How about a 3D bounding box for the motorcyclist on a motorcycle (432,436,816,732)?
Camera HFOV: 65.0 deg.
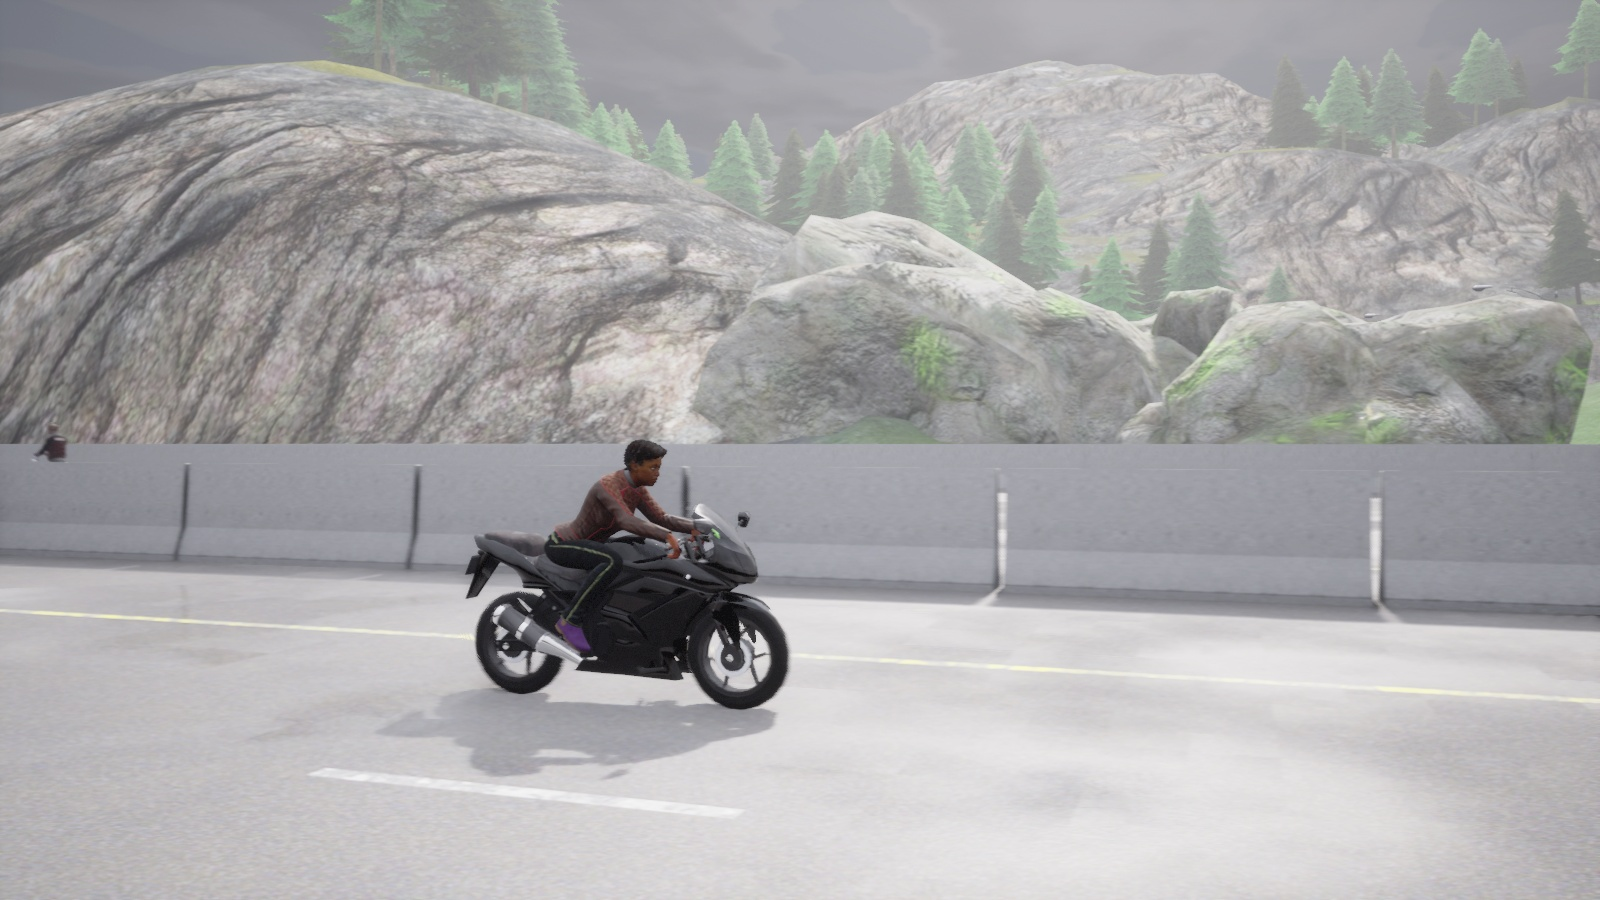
[{"bbox_3d":[-1.005,0.689,7.223,2.044,1.523,0.797,1,1,19],"label":"motorcyclist on a motorcycle"}]
